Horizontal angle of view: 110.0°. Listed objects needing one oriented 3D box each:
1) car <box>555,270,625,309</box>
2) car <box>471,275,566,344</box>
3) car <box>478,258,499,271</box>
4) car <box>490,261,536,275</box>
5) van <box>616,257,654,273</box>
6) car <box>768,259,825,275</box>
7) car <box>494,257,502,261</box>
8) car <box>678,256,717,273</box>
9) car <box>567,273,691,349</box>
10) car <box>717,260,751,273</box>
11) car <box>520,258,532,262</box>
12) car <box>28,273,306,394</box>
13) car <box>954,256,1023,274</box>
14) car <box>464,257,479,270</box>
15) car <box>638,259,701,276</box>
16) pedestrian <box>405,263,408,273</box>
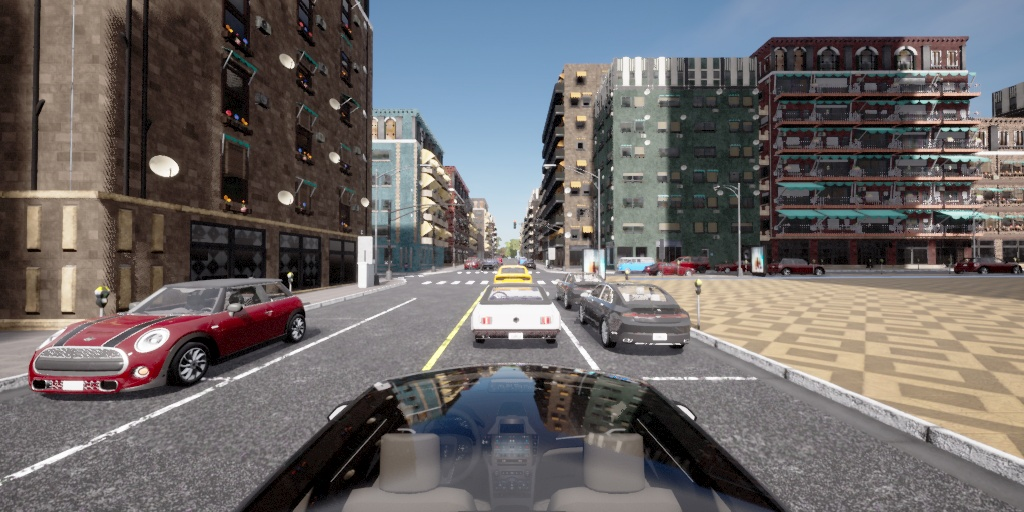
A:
[{"bbox_3d":[2.791,1.304,14.572,2.007,1.370,4.403,0,0,0],"label":"car"},{"bbox_3d":[0.081,1.353,9.585,1.895,1.301,4.718,0,0,0],"label":"car"},{"bbox_3d":[-3.228,1.368,50.455,1.895,1.301,4.718,0,0,1],"label":"car"},{"bbox_3d":[0.053,1.233,19.038,1.882,1.535,5.008,0,0,0],"label":"car"},{"bbox_3d":[13.683,1.046,39.604,3.998,1.789,1.690,0,0,0],"label":"van"},{"bbox_3d":[24.696,0.936,31.170,4.097,1.591,1.967,0,0,0],"label":"car"},{"bbox_3d":[-3.218,1.319,60.148,2.033,1.411,5.357,0,0,0],"label":"car"},{"bbox_3d":[19.211,0.977,39.577,5.009,1.841,2.192,0,0,0],"label":"car"},{"bbox_3d":[2.804,1.303,9.002,2.007,1.370,4.403,0,0,0],"label":"car"},{"bbox_3d":[24.739,1.165,39.550,4.507,1.381,1.888,0,0,0],"label":"car"},{"bbox_3d":[2.574,1.334,52.764,1.948,1.339,4.313,0,0,0],"label":"car"},{"bbox_3d":[-5.830,1.191,6.747,1.967,1.591,4.097,0,0,0],"label":"car"},{"bbox_3d":[41.277,0.812,31.089,4.097,1.591,1.967,0,0,0],"label":"car"},{"bbox_3d":[-5.807,1.083,52.785,2.192,1.841,5.009,0,0,0],"label":"car"},{"bbox_3d":[13.640,1.163,31.224,4.207,1.307,1.802,0,0,0],"label":"car"},{"bbox_3d":[-12.623,1.097,42.694,0.375,1.860,0.375,0,0,0],"label":"pedestrian"}]
